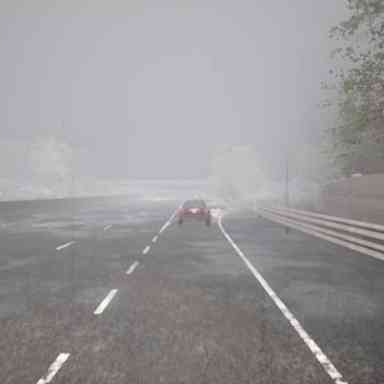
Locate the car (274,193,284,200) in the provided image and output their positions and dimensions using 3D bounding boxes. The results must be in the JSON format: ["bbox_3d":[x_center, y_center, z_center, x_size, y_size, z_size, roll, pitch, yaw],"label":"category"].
[{"bbox_3d":[22.872,1.712,87.965,1.895,1.301,4.718,0,3,21],"label":"car"}]

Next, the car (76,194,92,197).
[{"bbox_3d":[-24.469,1.363,77.263,2.128,1.511,4.902,0,0,0],"label":"car"}]

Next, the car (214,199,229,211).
[{"bbox_3d":[3.552,1.606,42.362,1.812,1.442,4.674,1,-2,16],"label":"car"}]

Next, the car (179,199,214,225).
[{"bbox_3d":[0.307,1.297,23.916,2.097,1.767,4.553,0,0,4],"label":"car"}]

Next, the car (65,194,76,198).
[{"bbox_3d":[-27.969,1.338,77.264,1.837,1.490,4.892,0,0,0],"label":"car"}]

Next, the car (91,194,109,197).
[{"bbox_3d":[-20.969,1.377,77.262,2.033,1.411,5.357,0,0,0],"label":"car"}]
